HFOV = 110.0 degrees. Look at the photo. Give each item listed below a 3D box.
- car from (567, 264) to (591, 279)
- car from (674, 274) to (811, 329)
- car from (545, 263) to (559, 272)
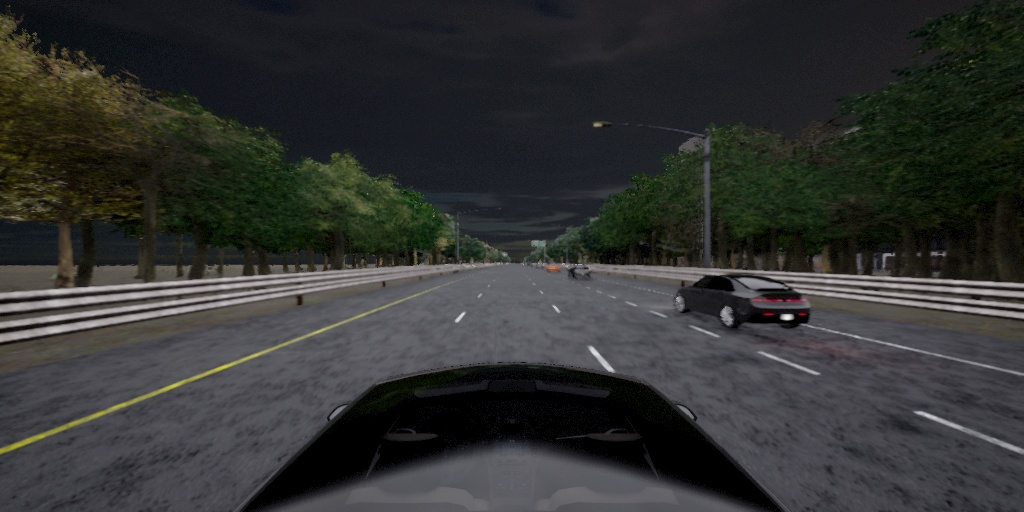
[{"bbox_3d":[7.049,1.634,38.106,2.128,1.511,4.902,0,-1,0],"label":"car"},{"bbox_3d":[7.000,1.328,11.545,1.837,1.490,4.892,0,0,0],"label":"car"},{"bbox_3d":[7.173,1.954,64.105,2.097,1.767,4.553,0,-1,0],"label":"car"}]
